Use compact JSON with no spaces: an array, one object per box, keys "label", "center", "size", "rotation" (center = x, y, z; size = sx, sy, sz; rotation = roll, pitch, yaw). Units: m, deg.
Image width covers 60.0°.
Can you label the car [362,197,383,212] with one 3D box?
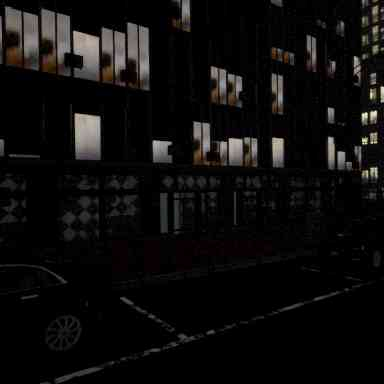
[{"label":"car","center":[18.052,1.442,34.343],"size":[1.994,1.385,4.181],"rotation":[-1,1,-35]}]

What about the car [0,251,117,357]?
[{"label":"car","center":[-3.210,1.551,4.413],"size":[4.403,1.369,2.008],"rotation":[0,-1,-36]}]

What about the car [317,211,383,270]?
[{"label":"car","center":[5.964,1.542,10.992],"size":[4.507,1.381,1.887],"rotation":[0,-1,-36]}]

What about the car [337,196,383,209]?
[{"label":"car","center":[20.550,1.274,40.850],"size":[1.752,1.417,4.829],"rotation":[-1,1,-35]}]
